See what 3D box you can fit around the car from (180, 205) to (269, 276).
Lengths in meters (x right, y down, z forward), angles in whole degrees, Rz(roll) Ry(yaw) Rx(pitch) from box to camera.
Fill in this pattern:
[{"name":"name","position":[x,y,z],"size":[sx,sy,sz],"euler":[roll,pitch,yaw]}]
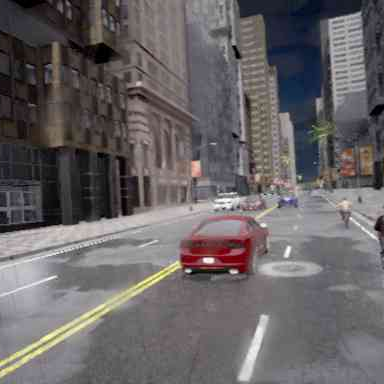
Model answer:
[{"name":"car","position":[1.212,1.456,10.347],"size":[1.882,1.535,5.008],"euler":[-4,0,19]}]

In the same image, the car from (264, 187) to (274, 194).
[{"name":"car","position":[17.835,-0.059,77.254],"size":[2.150,2.045,5.566],"euler":[-4,0,19]}]

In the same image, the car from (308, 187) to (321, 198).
[{"name":"car","position":[21.964,0.349,59.326],"size":[1.812,1.442,4.674],"euler":[-4,0,20]}]

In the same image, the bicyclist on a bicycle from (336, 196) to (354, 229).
[{"name":"bicyclist on a bicycle","position":[7.943,1.036,17.229],"size":[0.866,1.612,1.509],"euler":[-4,0,19]}]

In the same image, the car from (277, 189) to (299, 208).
[{"name":"car","position":[11.095,0.830,38.319],"size":[2.097,1.767,4.553],"euler":[-4,0,19]}]

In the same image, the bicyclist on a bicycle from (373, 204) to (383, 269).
[{"name":"bicyclist on a bicycle","position":[4.579,1.130,7.778],"size":[0.659,1.776,1.843],"euler":[-4,0,19]}]

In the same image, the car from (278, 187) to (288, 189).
[{"name":"car","position":[20.284,-0.181,74.441],"size":[2.150,2.045,5.566],"euler":[-4,0,19]}]

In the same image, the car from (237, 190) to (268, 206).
[{"name":"car","position":[6.811,1.091,36.484],"size":[2.097,1.767,4.553],"euler":[-4,0,20]}]

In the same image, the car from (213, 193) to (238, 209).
[{"name":"car","position":[4.117,1.136,38.597],"size":[2.150,2.045,5.566],"euler":[-4,-1,20]}]
